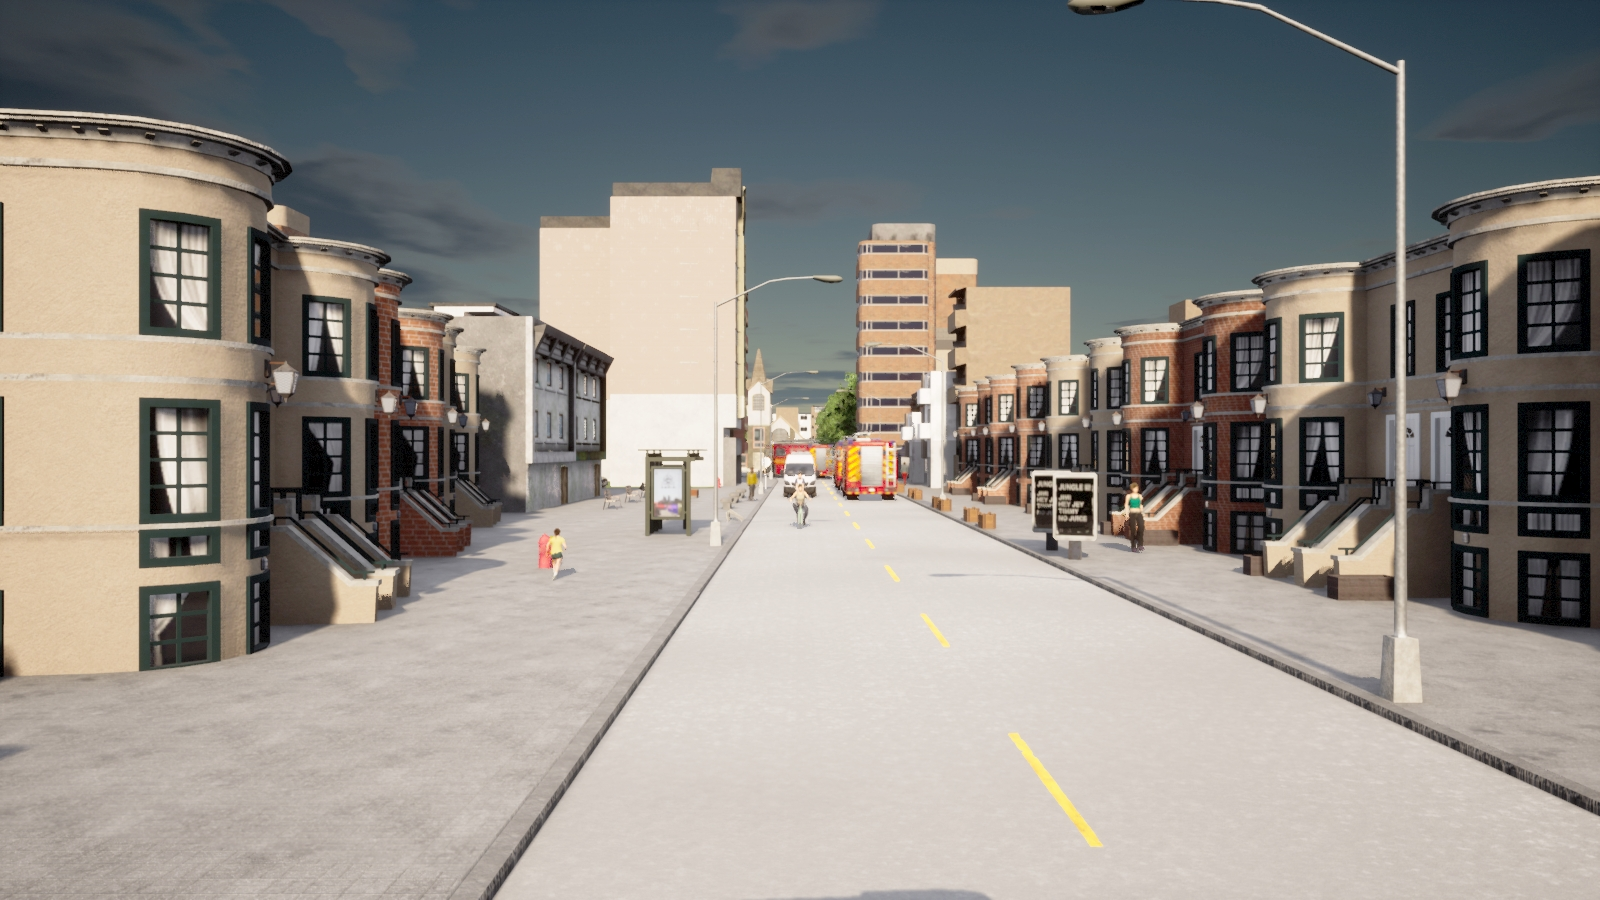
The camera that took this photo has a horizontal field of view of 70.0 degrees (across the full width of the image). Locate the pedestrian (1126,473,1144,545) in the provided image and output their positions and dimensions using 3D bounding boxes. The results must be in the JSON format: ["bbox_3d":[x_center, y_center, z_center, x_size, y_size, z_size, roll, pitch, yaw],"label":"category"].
[{"bbox_3d":[8.782,1.535,29.969,0.375,1.860,0.375,0,0,2],"label":"pedestrian"}]

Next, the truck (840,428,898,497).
[{"bbox_3d":[3.995,0.698,67.824,2.891,3.827,8.468,0,0,0],"label":"truck"}]

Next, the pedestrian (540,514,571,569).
[{"bbox_3d":[-5.121,1.915,23.933,0.500,1.100,0.500,0,0,8],"label":"pedestrian"}]

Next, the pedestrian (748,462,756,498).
[{"bbox_3d":[-2.497,1.546,59.520,0.375,1.860,0.375,0,0,-13],"label":"pedestrian"}]

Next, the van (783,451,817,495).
[{"bbox_3d":[-0.008,1.340,69.598,1.988,2.561,5.915,0,0,0],"label":"van"}]
